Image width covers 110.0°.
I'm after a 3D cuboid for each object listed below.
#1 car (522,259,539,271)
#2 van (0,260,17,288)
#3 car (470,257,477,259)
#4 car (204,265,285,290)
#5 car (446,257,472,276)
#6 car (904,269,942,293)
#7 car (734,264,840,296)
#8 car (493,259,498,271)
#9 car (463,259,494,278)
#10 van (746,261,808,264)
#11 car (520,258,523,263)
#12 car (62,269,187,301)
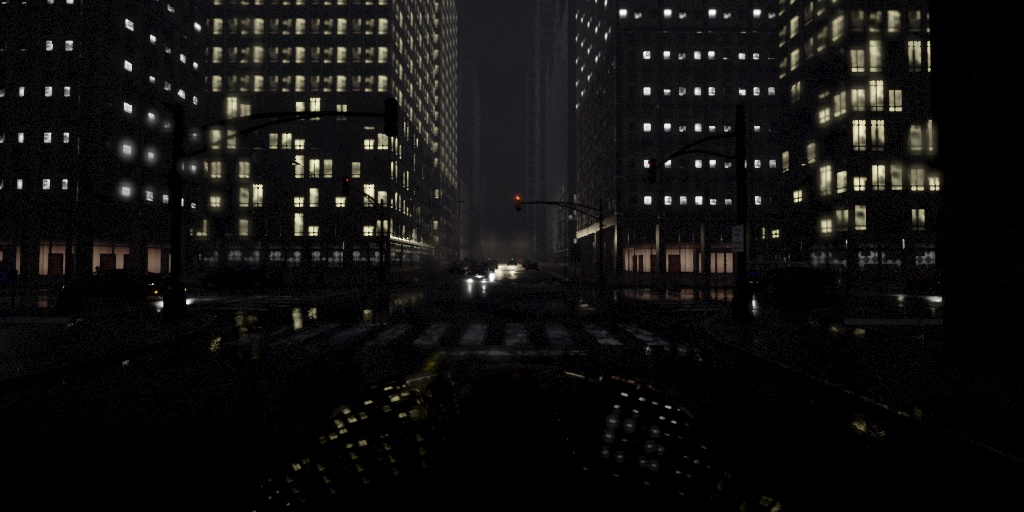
[{"bbox_3d":[2.687,1.350,48.755,1.802,1.307,4.207,0,0,0],"label":"car"},{"bbox_3d":[-33.439,1.132,22.141,3.998,1.789,1.690,0,0,0],"label":"van"},{"bbox_3d":[-5.693,1.082,48.692,2.192,1.841,5.009,0,0,0],"label":"car"},{"bbox_3d":[-16.494,1.255,22.105,4.097,1.591,1.967,0,0,0],"label":"car"},{"bbox_3d":[-5.692,1.203,37.542,1.967,1.591,4.097,0,0,0],"label":"car"},{"bbox_3d":[24.352,1.313,19.437,5.008,1.535,1.882,0,-1,0],"label":"car"},{"bbox_3d":[14.872,1.321,19.461,4.892,1.490,1.837,0,-1,0],"label":"car"},{"bbox_3d":[-3.102,1.367,44.372,1.895,1.301,4.718,0,0,0],"label":"car"},{"bbox_3d":[-3.104,1.310,34.462,2.033,1.411,5.357,0,0,0],"label":"car"},{"bbox_3d":[15.980,1.210,22.033,3.998,1.789,1.690,0,0,0],"label":"van"},{"bbox_3d":[2.687,1.298,60.080,1.751,1.417,4.829,0,0,0],"label":"car"},{"bbox_3d":[-17.490,1.264,16.326,4.181,1.385,1.994,0,-1,-1],"label":"car"}]
